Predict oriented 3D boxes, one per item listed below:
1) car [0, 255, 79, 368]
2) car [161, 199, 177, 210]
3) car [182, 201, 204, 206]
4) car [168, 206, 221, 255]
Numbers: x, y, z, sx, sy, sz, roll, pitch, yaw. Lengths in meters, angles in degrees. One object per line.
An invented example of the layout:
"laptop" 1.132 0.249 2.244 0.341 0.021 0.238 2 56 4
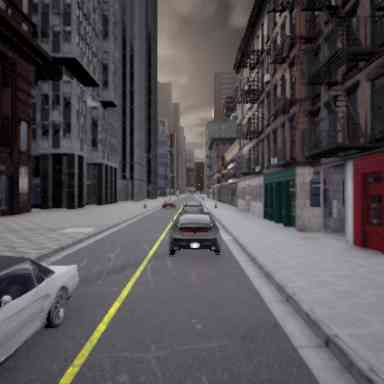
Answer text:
"car" -3.101 1.602 4.183 1.895 1.301 4.718 0 0 0
"car" -3.094 1.673 45.502 1.895 1.301 4.718 0 0 0
"car" 0.096 1.528 30.630 2.128 1.511 4.902 0 0 0
"car" 0.099 1.514 13.410 1.837 1.490 4.892 0 0 0
